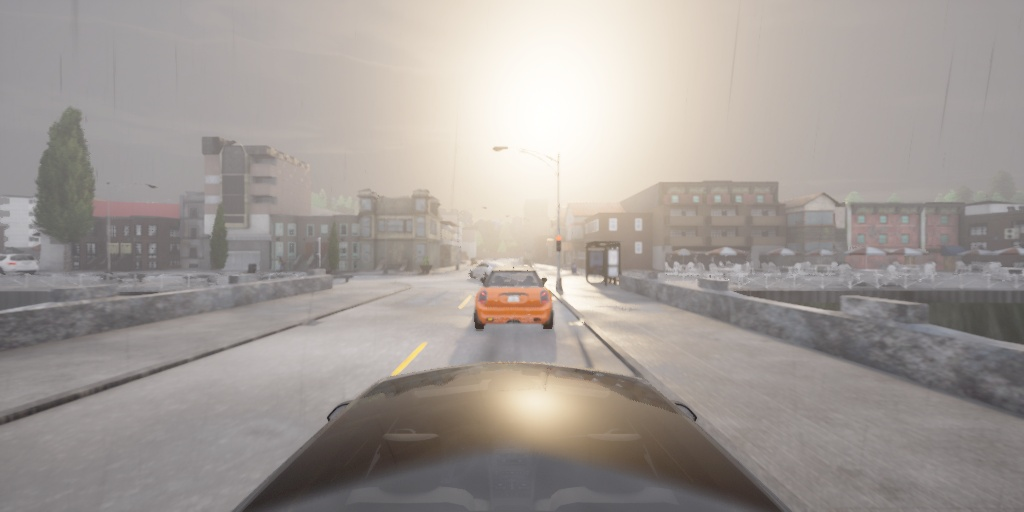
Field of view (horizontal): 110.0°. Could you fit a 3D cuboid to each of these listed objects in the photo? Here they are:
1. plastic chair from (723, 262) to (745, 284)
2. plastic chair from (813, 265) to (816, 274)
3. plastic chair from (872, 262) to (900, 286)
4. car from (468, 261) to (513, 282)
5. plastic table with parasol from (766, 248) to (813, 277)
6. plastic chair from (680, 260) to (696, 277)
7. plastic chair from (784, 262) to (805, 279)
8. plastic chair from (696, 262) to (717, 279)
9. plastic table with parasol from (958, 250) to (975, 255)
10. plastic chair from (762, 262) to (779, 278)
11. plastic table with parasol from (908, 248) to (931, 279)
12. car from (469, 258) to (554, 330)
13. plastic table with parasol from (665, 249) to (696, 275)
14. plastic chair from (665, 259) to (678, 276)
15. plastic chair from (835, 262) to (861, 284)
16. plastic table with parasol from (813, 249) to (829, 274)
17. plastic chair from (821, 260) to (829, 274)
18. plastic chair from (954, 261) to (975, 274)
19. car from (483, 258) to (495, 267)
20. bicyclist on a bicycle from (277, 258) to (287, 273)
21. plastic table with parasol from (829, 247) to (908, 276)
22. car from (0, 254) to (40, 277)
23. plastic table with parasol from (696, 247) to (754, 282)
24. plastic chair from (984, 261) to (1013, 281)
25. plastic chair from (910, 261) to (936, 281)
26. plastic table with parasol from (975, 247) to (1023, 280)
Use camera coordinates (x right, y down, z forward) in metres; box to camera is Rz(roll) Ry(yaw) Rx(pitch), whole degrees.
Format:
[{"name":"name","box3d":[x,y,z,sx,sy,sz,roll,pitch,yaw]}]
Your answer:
[{"name":"plastic chair","box3d":[15.003,1.207,24.232,0.750,1.272,0.730,0,0,0]},{"name":"plastic chair","box3d":[28.807,1.172,35.028,0.730,1.272,0.750,0,0,0]},{"name":"plastic chair","box3d":[23.703,1.212,22.730,0.750,1.272,0.730,0,0,0]},{"name":"car","box3d":[-1.815,1.188,28.715,1.812,1.442,4.674,1,0,-28]},{"name":"plastic table with parasol","box3d":[22.905,0.584,30.280,2.482,2.480,2.482,0,0,0]},{"name":"plastic chair","box3d":[15.806,1.182,32.032,0.750,1.272,0.730,0,0,0]},{"name":"plastic chair","box3d":[22.805,1.192,28.930,0.750,1.272,0.730,0,0,0]},{"name":"plastic chair","box3d":[13.904,1.202,25.633,0.730,1.272,0.750,0,0,0]},{"name":"plastic table with parasol","box3d":[46.707,0.566,36.003,2.482,2.480,2.482,0,0,0]},{"name":"plastic chair","box3d":[21.705,1.187,30.330,0.730,1.272,0.750,0,0,0]},{"name":"plastic table with parasol","box3d":[30.515,0.591,27.908,2.482,2.480,2.482,0,0,0]},{"name":"car","box3d":[0.062,1.075,11.168,2.097,1.767,4.553,0,1,1]},{"name":"plastic table with parasol","box3d":[15.926,0.574,33.312,2.482,2.480,2.482,0,0,0]},{"name":"plastic chair","box3d":[14.706,1.177,33.433,0.730,1.272,0.750,0,0,0]},{"name":"plastic chair","box3d":[22.603,1.207,24.130,0.730,1.272,0.750,0,0,0]},{"name":"plastic table with parasol","box3d":[30.236,0.568,34.998,2.482,2.480,2.482,0,0,0]},{"name":"plastic chair","box3d":[29.906,1.177,33.628,0.750,1.272,0.730,0,0,0]},{"name":"plastic chair","box3d":[45.507,1.169,36.123,0.730,1.272,0.750,0,0,0]},{"name":"car","box3d":[-4.011,1.075,63.508,1.812,1.442,4.674,0,0,1]},{"name":"bicyclist on a bicycle","box3d":[-24.012,0.983,37.381,0.582,1.620,1.656,0,0,0]},{"name":"plastic table with parasol","box3d":[23.803,0.604,24.080,2.482,2.480,2.482,0,0,0]},{"name":"car","box3d":[-47.231,0.865,33.115,5.566,2.045,2.150,0,0,4]},{"name":"plastic table with parasol","box3d":[15.174,0.599,25.492,2.482,2.480,2.482,0,0,0]},{"name":"plastic chair","box3d":[36.666,1.198,27.024,0.730,1.272,0.750,0,0,0]},{"name":"plastic chair","box3d":[30.504,1.200,26.628,0.750,1.272,0.730,0,0,0]},{"name":"plastic table with parasol","box3d":[37.794,0.595,26.935,2.482,2.480,2.482,0,0,0]}]
